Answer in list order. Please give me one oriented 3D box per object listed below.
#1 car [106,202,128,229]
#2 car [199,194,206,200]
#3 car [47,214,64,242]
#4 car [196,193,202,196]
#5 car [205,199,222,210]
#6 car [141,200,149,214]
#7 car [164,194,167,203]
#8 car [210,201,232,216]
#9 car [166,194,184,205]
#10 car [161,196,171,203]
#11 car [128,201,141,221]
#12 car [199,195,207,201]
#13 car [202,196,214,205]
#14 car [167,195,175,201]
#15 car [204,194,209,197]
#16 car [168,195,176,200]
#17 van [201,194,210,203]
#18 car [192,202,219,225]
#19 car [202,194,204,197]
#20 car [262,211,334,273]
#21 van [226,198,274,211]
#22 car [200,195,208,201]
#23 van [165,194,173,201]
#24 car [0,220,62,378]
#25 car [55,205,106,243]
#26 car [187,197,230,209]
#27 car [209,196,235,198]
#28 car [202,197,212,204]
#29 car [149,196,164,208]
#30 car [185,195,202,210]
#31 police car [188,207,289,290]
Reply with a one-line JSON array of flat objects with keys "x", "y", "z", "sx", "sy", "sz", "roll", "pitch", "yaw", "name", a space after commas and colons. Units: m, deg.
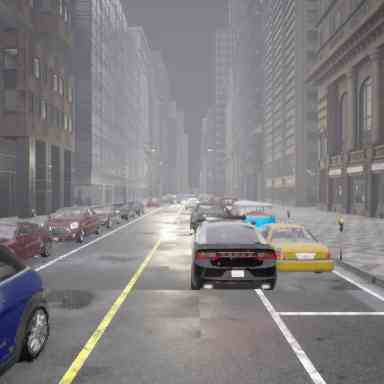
[{"x": -5.728, "y": 1.552, "z": 21.462, "sx": 2.008, "sy": 1.369, "sz": 4.403, "roll": 0, "pitch": 0, "yaw": 0, "name": "car"}, {"x": 2.926, "y": 1.486, "z": 94.282, "sx": 1.967, "sy": 1.590, "sz": 4.097, "roll": 0, "pitch": 0, "yaw": 0, "name": "car"}, {"x": -5.748, "y": 1.582, "z": 10.257, "sx": 1.802, "sy": 1.307, "sz": 4.206, "roll": 0, "pitch": 0, "yaw": 0, "name": "car"}, {"x": 0.100, "y": 1.372, "z": 55.800, "sx": 2.097, "sy": 1.767, "sz": 4.553, "roll": 0, "pitch": 0, "yaw": 0, "name": "car"}, {"x": 2.837, "y": 1.578, "z": 43.866, "sx": 1.947, "sy": 1.339, "sz": 4.313, "roll": 0, "pitch": 0, "yaw": 0, "name": "car"}, {"x": -5.708, "y": 1.571, "z": 32.665, "sx": 1.947, "sy": 1.339, "sz": 4.313, "roll": 0, "pitch": 0, "yaw": 0, "name": "car"}, {"x": -5.649, "y": 1.467, "z": 66.278, "sx": 1.967, "sy": 1.590, "sz": 4.097, "roll": 0, "pitch": 0, "yaw": 0, "name": "car"}, {"x": 2.817, "y": 1.588, "z": 32.663, "sx": 1.802, "sy": 1.307, "sz": 4.206, "roll": 0, "pitch": 0, "yaw": 0, "name": "car"}, {"x": -2.897, "y": 1.512, "z": 58.170, "sx": 2.128, "sy": 1.511, "sz": 4.902, "roll": 0, "pitch": 0, "yaw": 0, "name": "car"}, {"x": -5.639, "y": 1.575, "z": 71.880, "sx": 1.887, "sy": 1.381, "sz": 4.507, "roll": 0, "pitch": 0, "yaw": 0, "name": "car"}, {"x": -5.718, "y": 1.569, "z": 27.063, "sx": 1.947, "sy": 1.339, "sz": 4.313, "roll": 0, "pitch": 0, "yaw": 0, "name": "car"}, {"x": 2.916, "y": 1.587, "z": 88.681, "sx": 1.887, "sy": 1.381, "sz": 4.507, "roll": 0, "pitch": 0, "yaw": 0, "name": "car"}, {"x": 2.866, "y": 1.463, "z": 60.671, "sx": 1.967, "sy": 1.590, "sz": 4.097, "roll": 0, "pitch": 0, "yaw": 0, "name": "car"}, {"x": -5.609, "y": 1.587, "z": 88.687, "sx": 1.887, "sy": 1.381, "sz": 4.507, "roll": 0, "pitch": 0, "yaw": 0, "name": "car"}, {"x": 2.826, "y": 1.324, "z": 38.264, "sx": 2.192, "sy": 1.841, "sz": 5.009, "roll": 0, "pitch": 0, "yaw": 0, "name": "car"}, {"x": -5.599, "y": 1.591, "z": 94.289, "sx": 1.887, "sy": 1.381, "sz": 4.507, "roll": 0, "pitch": 0, "yaw": 0, "name": "car"}, {"x": 2.886, "y": 1.372, "z": 71.874, "sx": 1.690, "sy": 1.788, "sz": 3.998, "roll": 0, "pitch": 0, "yaw": 0, "name": "van"}, {"x": 0.944, "y": 1.529, "z": 25.100, "sx": 1.812, "sy": 1.442, "sz": 4.674, "roll": 0, "pitch": 0, "yaw": 0, "name": "car"}, {"x": 2.846, "y": 1.456, "z": 49.468, "sx": 1.967, "sy": 1.590, "sz": 4.097, "roll": 0, "pitch": 0, "yaw": 0, "name": "car"}, {"x": 2.777, "y": 1.525, "z": 10.426, "sx": 1.752, "sy": 1.417, "sz": 4.829, "roll": 0, "pitch": 0, "yaw": 0, "name": "car"}, {"x": 2.786, "y": 1.342, "z": 15.858, "sx": 1.690, "sy": 1.788, "sz": 3.998, "roll": 0, "pitch": 0, "yaw": 0, "name": "van"}, {"x": 2.906, "y": 1.583, "z": 83.078, "sx": 1.887, "sy": 1.381, "sz": 4.507, "roll": 0, "pitch": 0, "yaw": 0, "name": "car"}, {"x": -5.620, "y": 1.379, "z": 83.085, "sx": 1.690, "sy": 1.788, "sz": 3.998, "roll": 0, "pitch": 0, "yaw": 0, "name": "van"}, {"x": -3.096, "y": 1.352, "z": 2.860, "sx": 2.097, "sy": 1.767, "sz": 4.553, "roll": 0, "pitch": 0, "yaw": 0, "name": "car"}, {"x": -5.738, "y": 1.441, "z": 15.859, "sx": 1.967, "sy": 1.590, "sz": 4.097, "roll": 0, "pitch": 0, "yaw": 0, "name": "car"}, {"x": 0.932, "y": 1.352, "z": 19.070, "sx": 2.097, "sy": 1.767, "sz": 4.553, "roll": 0, "pitch": 0, "yaw": 0, "name": "car"}, {"x": 2.806, "y": 1.318, "z": 27.061, "sx": 2.192, "sy": 1.841, "sz": 5.009, "roll": 0, "pitch": 0, "yaw": 0, "name": "car"}, {"x": 2.877, "y": 1.609, "z": 66.273, "sx": 1.802, "sy": 1.307, "sz": 4.206, "roll": 0, "pitch": 0, "yaw": 0, "name": "car"}, {"x": -5.679, "y": 1.560, "z": 49.472, "sx": 1.887, "sy": 1.381, "sz": 4.507, "roll": 0, "pitch": 0, "yaw": 0, "name": "car"}, {"x": 0.100, "y": 1.538, "z": 43.717, "sx": 1.812, "sy": 1.442, "sz": 4.674, "roll": 0, "pitch": 0, "yaw": 1, "name": "car"}, {"x": 0.915, "y": 1.425, "z": 9.209, "sx": 1.930, "sy": 1.638, "sz": 5.238, "roll": 0, "pitch": 0, "yaw": 0, "name": "police car"}]
